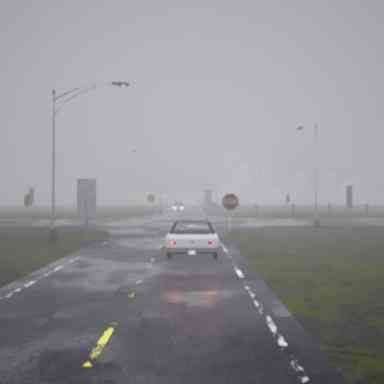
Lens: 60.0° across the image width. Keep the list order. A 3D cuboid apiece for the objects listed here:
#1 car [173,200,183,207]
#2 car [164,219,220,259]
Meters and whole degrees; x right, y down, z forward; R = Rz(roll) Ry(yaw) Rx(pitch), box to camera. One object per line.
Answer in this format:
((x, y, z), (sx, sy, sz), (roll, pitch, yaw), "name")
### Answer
((-2.766, 2.302, 67.814), (1.895, 1.301, 4.718), (0, -1, 0), "car")
((0.017, 1.738, 13.226), (1.895, 1.301, 4.718), (0, -1, 0), "car")
